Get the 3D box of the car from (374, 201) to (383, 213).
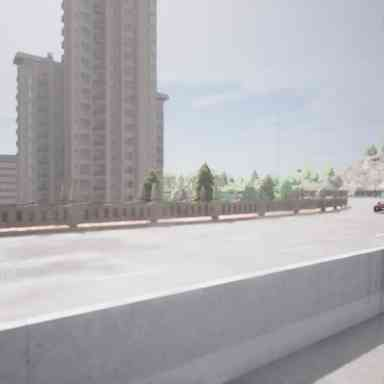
[{"bbox_3d":[22.119,1.735,38.137,1.895,1.301,4.718,0,0,36],"label":"car"}]
